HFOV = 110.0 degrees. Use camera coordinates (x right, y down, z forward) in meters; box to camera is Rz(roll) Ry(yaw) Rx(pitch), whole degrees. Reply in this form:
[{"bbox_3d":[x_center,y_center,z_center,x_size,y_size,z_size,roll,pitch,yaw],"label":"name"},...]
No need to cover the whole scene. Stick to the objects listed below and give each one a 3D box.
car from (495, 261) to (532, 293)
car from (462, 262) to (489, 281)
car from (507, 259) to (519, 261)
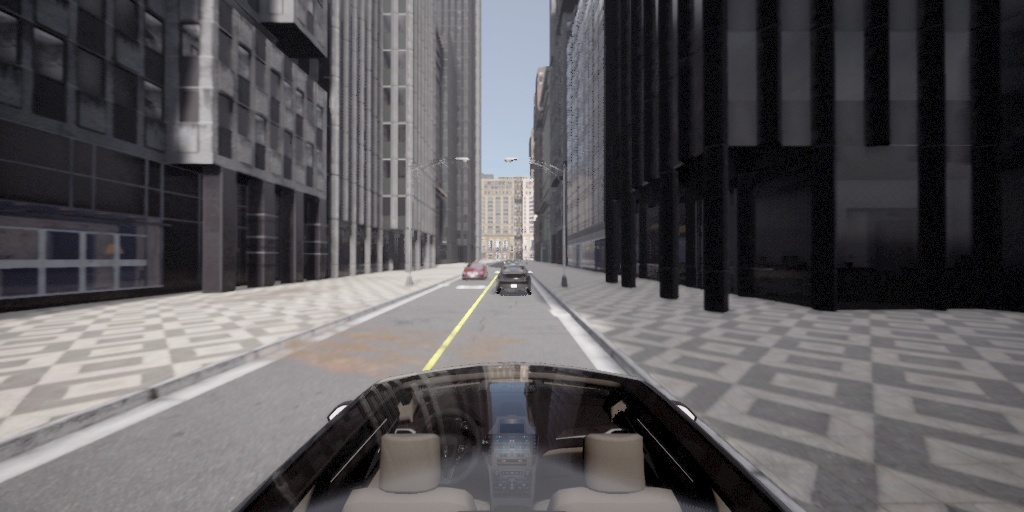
[{"bbox_3d":[0.096,1.247,20.444,1.837,1.490,4.892,0,0,0],"label":"car"},{"bbox_3d":[-3.038,1.265,30.096,1.812,1.442,4.674,0,0,1],"label":"car"},{"bbox_3d":[0.093,1.094,41.652,2.097,1.767,4.553,0,0,0],"label":"car"}]
